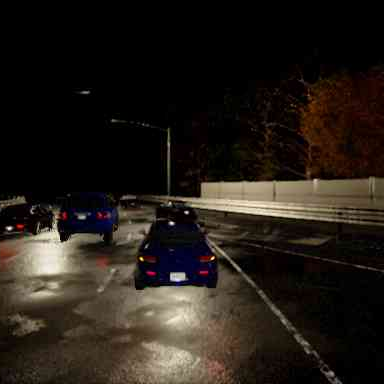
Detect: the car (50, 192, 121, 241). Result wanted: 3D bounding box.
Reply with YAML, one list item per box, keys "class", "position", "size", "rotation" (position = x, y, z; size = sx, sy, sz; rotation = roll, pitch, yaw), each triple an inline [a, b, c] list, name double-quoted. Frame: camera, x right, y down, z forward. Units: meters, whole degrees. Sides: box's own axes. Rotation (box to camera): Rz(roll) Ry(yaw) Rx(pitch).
- class: "car"
  position: [-4.806, 1.087, 15.973]
  size: [2.150, 2.045, 5.566]
  rotation: [0, 0, -8]

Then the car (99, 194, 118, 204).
- class: "car"
  position: [-13.121, 1.070, 51.842]
  size: [1.837, 1.490, 4.892]
  rotation: [0, 0, -27]

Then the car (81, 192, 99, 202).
- class: "car"
  position: [-19.108, 0.830, 62.297]
  size: [2.097, 1.767, 4.553]
  rotation: [0, 1, -33]

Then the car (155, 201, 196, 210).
- class: "car"
  position: [-1.272, 1.359, 24.362]
  size: [1.994, 1.385, 4.181]
  rotation: [0, 0, -27]

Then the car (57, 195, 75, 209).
- class: "car"
  position: [-15.617, 1.133, 41.097]
  size: [1.882, 1.535, 5.008]
  rotation: [0, 0, -22]

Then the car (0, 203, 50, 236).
- class: "car"
  position: [-8.622, 1.358, 17.416]
  size: [1.837, 1.490, 4.892]
  rotation: [0, 0, -10]

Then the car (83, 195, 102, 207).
- class: "car"
  position: [-13.431, 1.130, 44.744]
  size: [1.837, 1.490, 4.892]
  rotation: [0, 0, -24]

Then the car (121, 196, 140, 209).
- class: "car"
  position: [-7.450, 1.162, 39.400]
  size: [2.128, 1.511, 4.902]
  rotation: [0, 1, -21]

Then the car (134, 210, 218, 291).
- class: "car"
  position: [-0.450, 1.446, 8.749]
  size: [1.812, 1.442, 4.674]
  rotation: [0, 1, -4]
